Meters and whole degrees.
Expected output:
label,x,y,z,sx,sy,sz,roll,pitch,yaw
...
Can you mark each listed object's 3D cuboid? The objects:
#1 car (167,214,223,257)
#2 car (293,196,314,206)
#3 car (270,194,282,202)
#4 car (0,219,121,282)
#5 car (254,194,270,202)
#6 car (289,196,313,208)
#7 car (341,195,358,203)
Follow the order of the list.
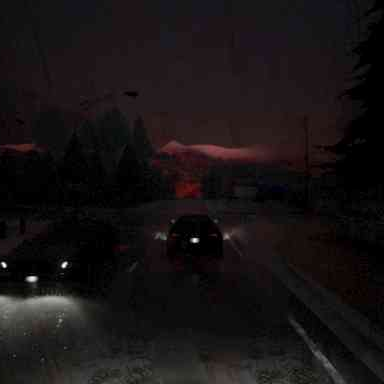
label,x,y,z,sx,sy,sz,roll,pitch,yaw
car,0.099,1.550,12.897,1.994,1.385,4.181,0,0,0
car,17.013,1.327,50.877,1.970,1.475,3.806,0,0,0
car,17.345,1.252,69.540,2.152,1.636,5.027,0,0,0
car,-3.523,1.536,10.011,2.033,1.411,5.357,0,0,0
car,14.208,1.261,69.519,2.007,1.523,4.514,0,0,0
car,13.959,1.324,43.486,1.845,1.501,3.633,0,0,0
car,29.114,1.249,61.749,1.845,1.501,3.633,0,0,0
